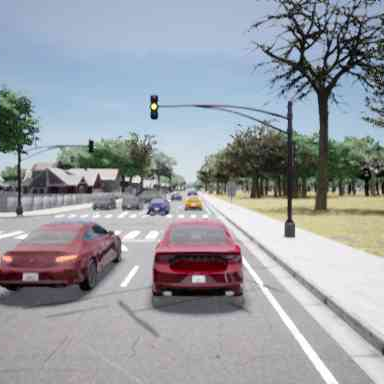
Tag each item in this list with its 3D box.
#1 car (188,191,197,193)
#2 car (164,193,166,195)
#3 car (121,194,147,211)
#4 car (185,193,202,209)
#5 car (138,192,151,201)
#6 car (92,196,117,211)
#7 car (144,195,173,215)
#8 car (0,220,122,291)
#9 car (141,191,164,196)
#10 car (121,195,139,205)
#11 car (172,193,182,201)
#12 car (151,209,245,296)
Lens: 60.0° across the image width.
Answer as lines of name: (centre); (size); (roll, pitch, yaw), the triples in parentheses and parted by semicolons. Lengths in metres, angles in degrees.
car: (0.140, 0.764, 66.052); (2.150, 2.045, 5.566); (0, 1, 0)
car: (-6.353, 0.995, 70.236); (1.837, 1.490, 4.892); (0, 0, 0)
car: (-6.517, 1.258, 36.786); (1.837, 1.490, 4.892); (0, 0, 0)
car: (0.183, 1.214, 39.093); (1.882, 1.535, 5.008); (0, 0, 0)
car: (-9.615, 0.878, 67.735); (2.097, 1.767, 4.553); (0, 0, 0)
car: (-9.766, 1.255, 37.394); (1.837, 1.490, 4.892); (0, 0, 0)
car: (-3.085, 1.314, 31.466); (1.812, 1.442, 4.674); (0, 0, 0)
car: (-3.132, 1.467, 8.739); (1.812, 1.442, 4.674); (0, 0, 0)
car: (-6.455, 0.849, 54.680); (2.150, 2.045, 5.566); (0, 0, 1)
car: (-9.719, 1.168, 52.356); (1.812, 1.442, 4.674); (0, 0, 0)
car: (-3.111, 0.892, 66.221); (2.097, 1.767, 4.553); (0, 0, 0)
car: (0.115, 1.421, 8.528); (1.882, 1.535, 5.008); (0, 0, 0)
